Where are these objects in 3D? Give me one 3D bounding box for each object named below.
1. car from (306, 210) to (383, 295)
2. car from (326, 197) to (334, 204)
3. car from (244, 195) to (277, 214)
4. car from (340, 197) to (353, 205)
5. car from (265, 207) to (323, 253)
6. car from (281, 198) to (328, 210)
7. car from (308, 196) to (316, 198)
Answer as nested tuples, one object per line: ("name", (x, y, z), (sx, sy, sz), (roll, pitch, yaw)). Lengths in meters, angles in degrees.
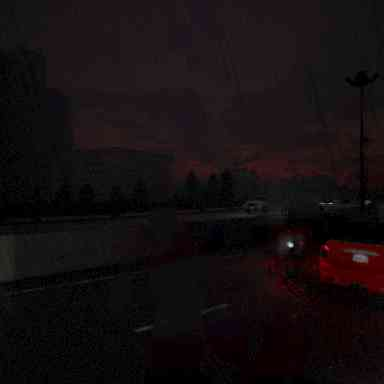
("car", (5.020, 1.363, 8.107), (4.553, 1.767, 2.097), (0, 0, -41))
("car", (29.932, 1.796, 72.707), (1.994, 1.385, 4.181), (0, 0, 26))
("car", (7.871, 1.356, 37.516), (2.150, 2.045, 5.566), (0, -1, 34))
("car", (29.381, 1.698, 63.436), (1.837, 1.490, 4.892), (0, 0, 26))
("car", (5.119, 1.530, 12.846), (4.892, 1.490, 1.837), (0, 0, -42))
("car", (9.580, 1.555, 28.146), (1.882, 1.535, 5.008), (0, 0, 38))
("car", (26.594, 1.768, 73.840), (1.837, 1.490, 4.892), (0, 0, 26))
